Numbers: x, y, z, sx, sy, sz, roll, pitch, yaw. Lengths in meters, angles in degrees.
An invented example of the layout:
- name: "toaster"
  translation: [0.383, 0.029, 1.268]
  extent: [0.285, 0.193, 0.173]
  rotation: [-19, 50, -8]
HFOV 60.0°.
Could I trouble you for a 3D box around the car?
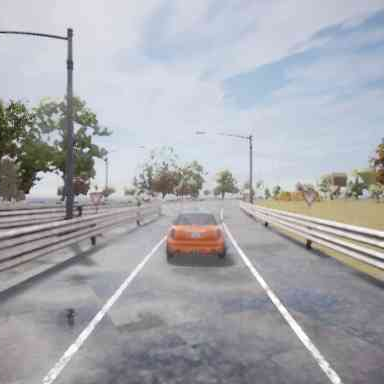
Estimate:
- name: "car"
  translation: [0.212, 1.492, 13.355]
  extent: [2.097, 1.767, 4.553]
  rotation: [0, -1, 2]
